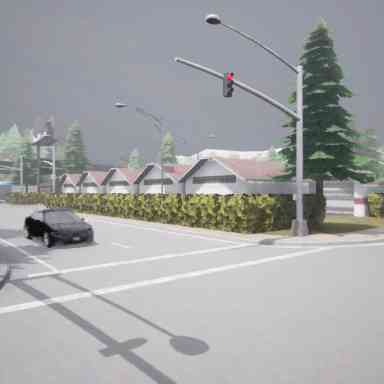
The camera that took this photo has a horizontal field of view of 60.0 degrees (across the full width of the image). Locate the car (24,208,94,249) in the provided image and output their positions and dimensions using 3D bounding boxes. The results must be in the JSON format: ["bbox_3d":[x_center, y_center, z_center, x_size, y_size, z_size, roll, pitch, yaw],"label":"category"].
[{"bbox_3d":[-6.106,1.525,15.008,1.882,1.535,5.008,0,1,-39],"label":"car"}]
